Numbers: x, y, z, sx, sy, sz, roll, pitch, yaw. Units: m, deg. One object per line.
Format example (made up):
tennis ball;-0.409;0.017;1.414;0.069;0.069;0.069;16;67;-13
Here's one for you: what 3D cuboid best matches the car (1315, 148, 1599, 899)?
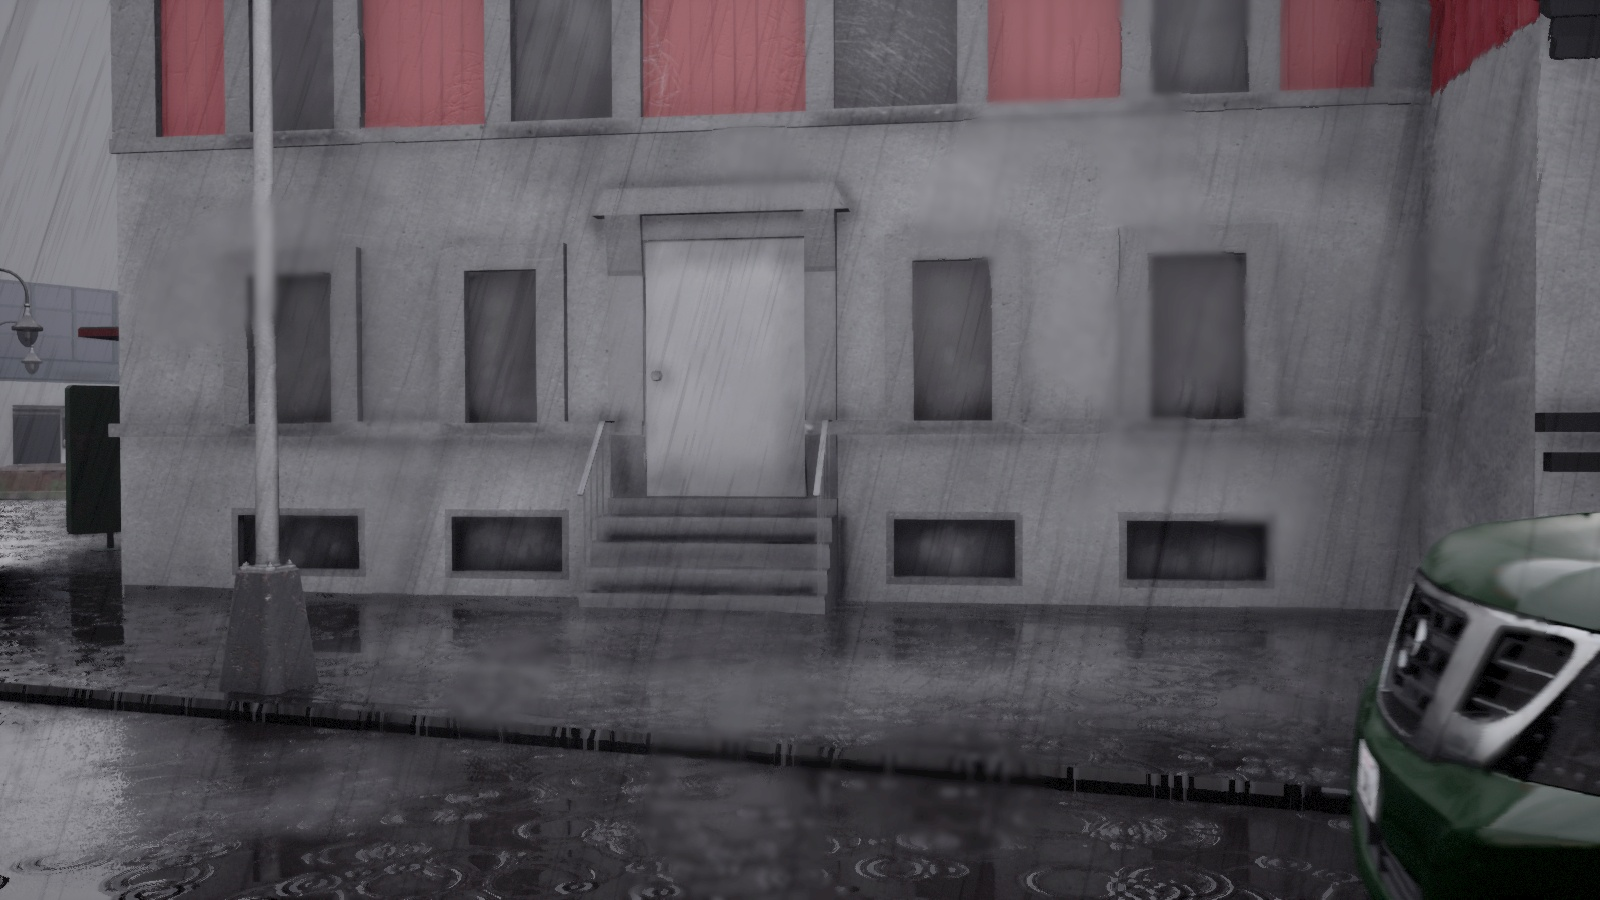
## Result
car;4.072;0.523;2.369;5.566;2.045;2.150;1;1;18
